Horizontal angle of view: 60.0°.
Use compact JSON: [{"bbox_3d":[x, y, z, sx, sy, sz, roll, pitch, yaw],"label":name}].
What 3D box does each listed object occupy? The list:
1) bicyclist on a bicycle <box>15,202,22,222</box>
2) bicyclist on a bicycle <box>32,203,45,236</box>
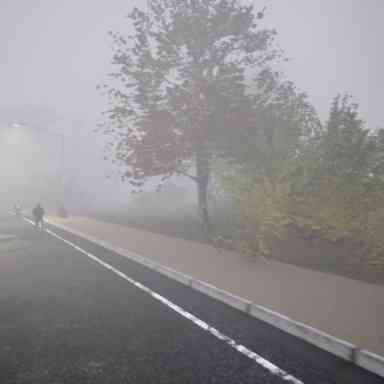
[{"bbox_3d":[-14.300,1.629,27.426,0.582,1.620,1.656,-1,0,-33],"label":"bicyclist on a bicycle"},{"bbox_3d":[-8.352,1.471,18.093,0.659,1.776,1.843,-1,0,-32],"label":"bicyclist on a bicycle"}]
